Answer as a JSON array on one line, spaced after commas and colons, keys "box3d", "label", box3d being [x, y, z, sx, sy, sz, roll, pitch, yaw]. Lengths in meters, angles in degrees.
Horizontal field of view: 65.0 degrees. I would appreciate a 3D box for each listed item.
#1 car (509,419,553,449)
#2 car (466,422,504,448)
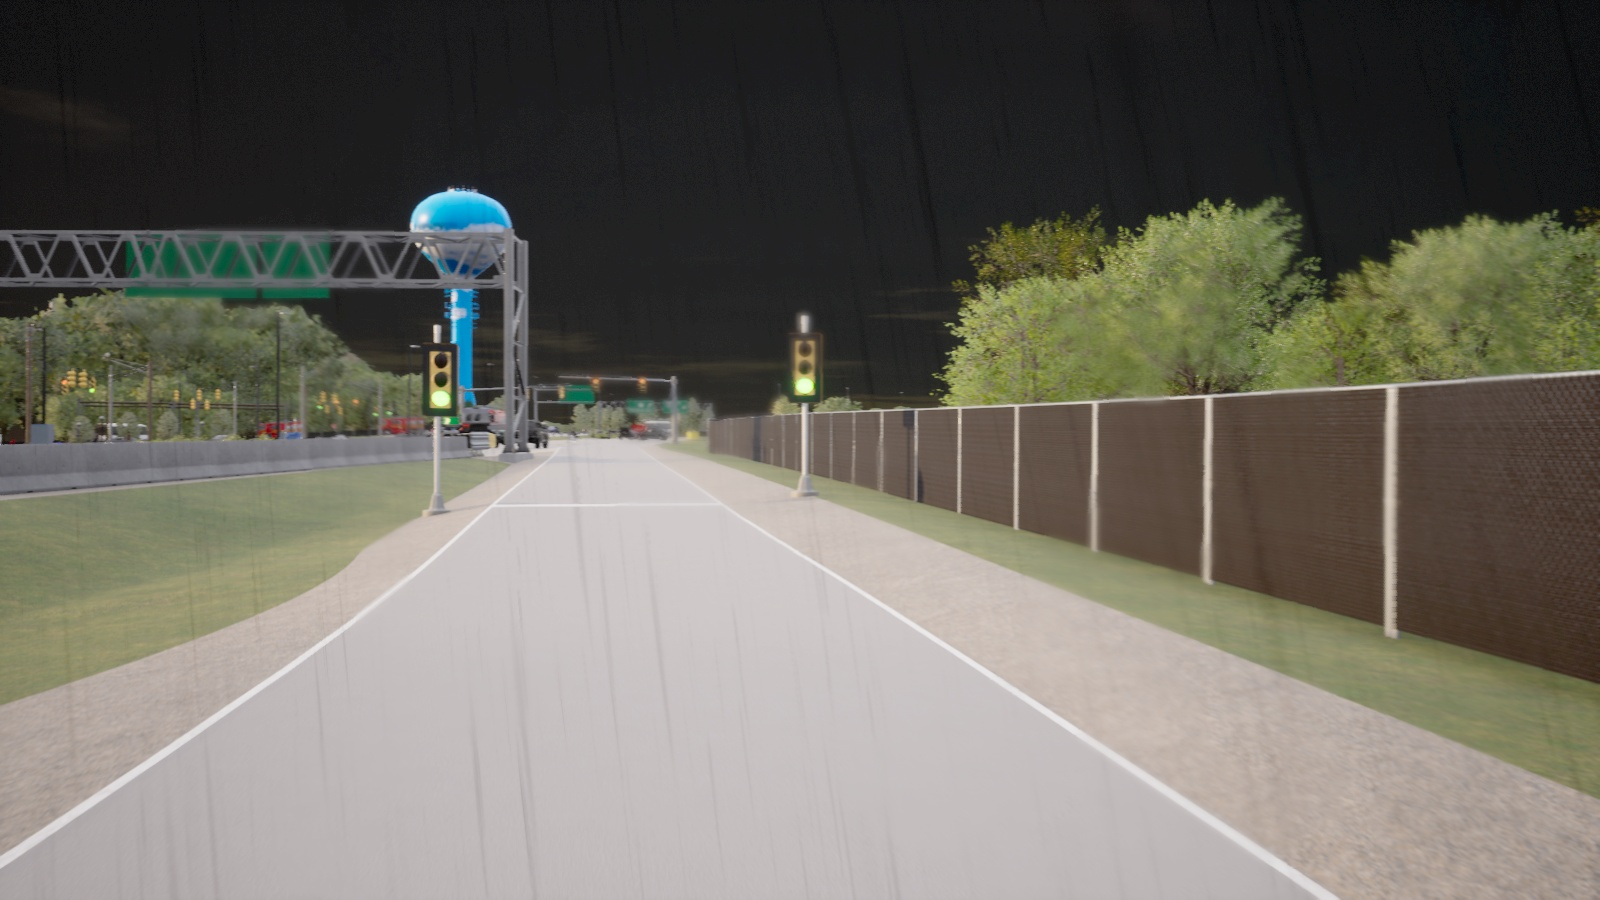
[{"box3d": [-19.391, -1.155, 90.856, 2.150, 2.045, 5.566, 0, 1, -2], "label": "car"}, {"box3d": [-22.912, -1.090, 91.455, 1.905, 1.878, 3.866, 0, 1, -2], "label": "car"}]
